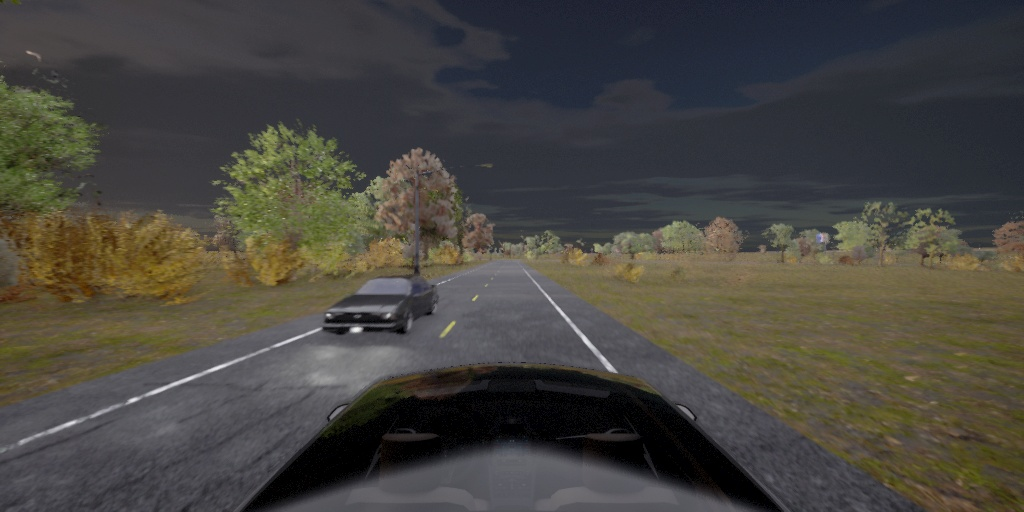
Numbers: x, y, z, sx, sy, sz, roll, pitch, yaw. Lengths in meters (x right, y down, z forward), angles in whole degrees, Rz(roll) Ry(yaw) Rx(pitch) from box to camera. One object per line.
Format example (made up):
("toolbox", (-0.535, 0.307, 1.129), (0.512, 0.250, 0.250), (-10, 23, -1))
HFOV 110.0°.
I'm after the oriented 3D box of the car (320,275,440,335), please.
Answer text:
("car", (-3.524, 1.299, 10.819), (2.033, 1.411, 5.357), (0, 0, 1))
